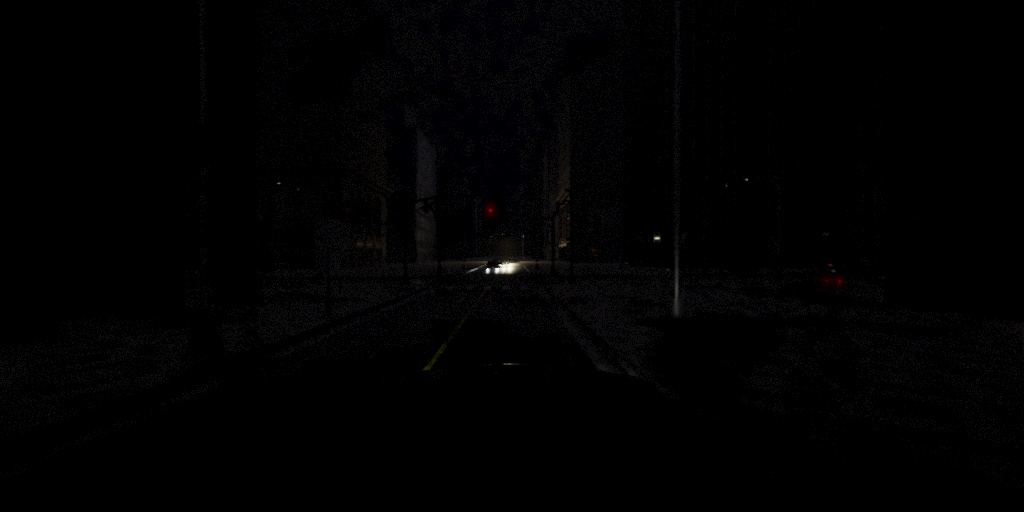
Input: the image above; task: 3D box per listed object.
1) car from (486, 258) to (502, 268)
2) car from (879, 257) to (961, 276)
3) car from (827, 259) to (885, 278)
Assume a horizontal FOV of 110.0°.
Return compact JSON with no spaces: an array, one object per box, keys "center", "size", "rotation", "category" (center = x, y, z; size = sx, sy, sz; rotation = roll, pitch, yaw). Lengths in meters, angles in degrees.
[{"center":[-3.041,1.230,57.389],"size":[1.895,1.301,4.718],"rotation":[0,0,1],"category":"car"},{"center":[34.564,0.878,30.461],"size":[4.892,1.490,1.837],"rotation":[-1,0,0],"category":"car"},{"center":[26.966,0.953,27.347],"size":[4.902,1.511,2.128],"rotation":[-1,0,0],"category":"car"}]
